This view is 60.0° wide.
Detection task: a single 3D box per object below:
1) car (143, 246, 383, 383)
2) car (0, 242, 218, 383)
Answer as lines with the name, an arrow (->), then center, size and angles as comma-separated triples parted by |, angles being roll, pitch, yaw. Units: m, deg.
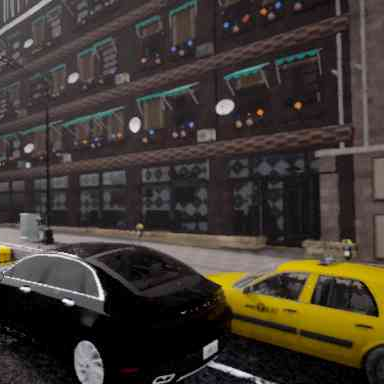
car -> 1.696, 1.585, 4.898 | 4.829, 1.417, 1.752 | 0, -2, 37
car -> -1.736, 1.558, 5.252 | 4.892, 1.490, 1.837 | 0, -1, 37
